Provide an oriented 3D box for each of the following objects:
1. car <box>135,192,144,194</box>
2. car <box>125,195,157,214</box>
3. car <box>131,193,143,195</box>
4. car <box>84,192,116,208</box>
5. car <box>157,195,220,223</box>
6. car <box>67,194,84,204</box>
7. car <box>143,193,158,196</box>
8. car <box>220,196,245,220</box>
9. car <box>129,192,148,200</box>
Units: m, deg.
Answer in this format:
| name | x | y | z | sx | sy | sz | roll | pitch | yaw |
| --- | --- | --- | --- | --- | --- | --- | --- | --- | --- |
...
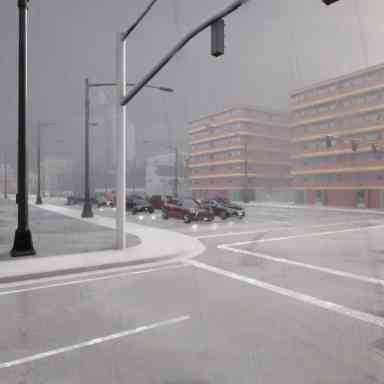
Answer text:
| name | x | y | z | sx | sy | sz | roll | pitch | yaw |
| --- | --- | --- | --- | --- | --- | --- | --- | --- | --- |
| car | -8.899 | 0.858 | 55.760 | 2.128 | 1.511 | 4.902 | 0 | 1 | -34 |
| car | -5.210 | 1.317 | 31.554 | 1.994 | 1.385 | 4.181 | 0 | 1 | -34 |
| car | -8.412 | 1.129 | 42.466 | 1.994 | 1.385 | 4.181 | 0 | 1 | -34 |
| car | -10.906 | 1.069 | 39.911 | 2.128 | 1.511 | 4.902 | 0 | 1 | -34 |
| car | -0.351 | 1.227 | 24.425 | 2.097 | 1.767 | 4.553 | 0 | 1 | -34 |
| car | -16.699 | 0.996 | 48.459 | 1.895 | 1.301 | 4.718 | 0 | 1 | -34 |
| car | -2.789 | 1.092 | 34.216 | 2.097 | 1.767 | 4.553 | 0 | 1 | -34 |
| car | 2.214 | 1.357 | 26.871 | 2.128 | 1.511 | 4.902 | 0 | 1 | -35 |
| car | -10.354 | 0.740 | 64.224 | 1.837 | 1.490 | 4.892 | 0 | 1 | -34 |
